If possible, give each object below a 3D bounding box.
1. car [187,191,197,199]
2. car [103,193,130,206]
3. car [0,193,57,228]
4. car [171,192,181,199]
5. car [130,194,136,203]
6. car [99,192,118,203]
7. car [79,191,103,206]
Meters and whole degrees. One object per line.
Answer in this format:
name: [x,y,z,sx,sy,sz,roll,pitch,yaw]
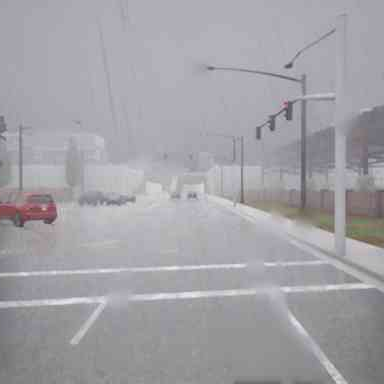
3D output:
car: [0.037,0.594,71.769,2.097,1.767,4.553,0,1,0]
car: [-10.508,1.105,46.399,1.882,1.535,5.008,0,1,1]
car: [-11.041,1.098,21.625,5.566,2.045,2.150,0,0,37]
car: [-3.463,0.766,71.803,2.128,1.511,4.902,0,1,0]
car: [-10.514,1.095,55.393,1.994,1.385,4.181,0,1,0]
car: [-14.000,0.878,56.070,2.097,1.767,4.553,0,1,0]
car: [-13.999,0.848,46.618,2.150,2.045,5.566,0,1,0]
